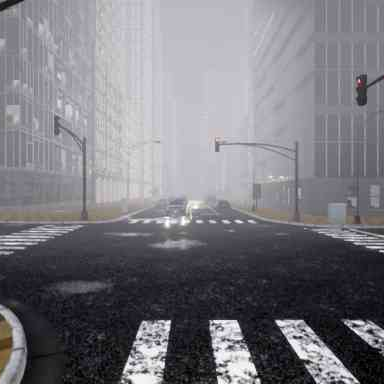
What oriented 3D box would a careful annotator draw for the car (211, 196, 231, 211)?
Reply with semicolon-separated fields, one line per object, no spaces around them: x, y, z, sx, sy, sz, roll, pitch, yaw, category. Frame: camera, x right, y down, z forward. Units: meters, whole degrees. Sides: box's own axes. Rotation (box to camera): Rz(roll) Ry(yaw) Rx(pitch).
3.832;1.579;41.834;1.947;1.339;4.313;0;0;0;car

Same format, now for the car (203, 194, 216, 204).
3.639;1.313;63.942;2.192;1.841;5.009;0;0;0;car

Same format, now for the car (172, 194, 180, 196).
-1.690;1.499;52.142;2.128;1.511;4.902;0;0;0;car

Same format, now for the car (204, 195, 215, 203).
3.603;1.432;69.470;1.967;1.590;4.097;0;0;0;car

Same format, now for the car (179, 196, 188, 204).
-1.702;1.521;66.957;1.812;1.442;4.674;0;0;0;car

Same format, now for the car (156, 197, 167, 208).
-4.133;1.593;47.309;1.802;1.307;4.206;0;0;0;car

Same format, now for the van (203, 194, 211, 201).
3.531;1.321;80.525;1.690;1.788;3.998;0;0;0;van

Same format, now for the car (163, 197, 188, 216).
-1.571;1.543;33.059;1.812;1.442;4.674;0;0;0;car

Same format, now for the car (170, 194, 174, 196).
-4.241;1.564;63.891;1.947;1.339;4.313;0;0;0;car

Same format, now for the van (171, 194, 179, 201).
-4.385;1.315;86.001;1.690;1.788;3.998;0;0;0;van

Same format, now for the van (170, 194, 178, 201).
-4.349;1.321;80.474;1.690;1.788;3.998;0;0;0;van

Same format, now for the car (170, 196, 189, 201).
-1.630;1.539;42.176;1.812;1.442;4.674;0;0;0;car
